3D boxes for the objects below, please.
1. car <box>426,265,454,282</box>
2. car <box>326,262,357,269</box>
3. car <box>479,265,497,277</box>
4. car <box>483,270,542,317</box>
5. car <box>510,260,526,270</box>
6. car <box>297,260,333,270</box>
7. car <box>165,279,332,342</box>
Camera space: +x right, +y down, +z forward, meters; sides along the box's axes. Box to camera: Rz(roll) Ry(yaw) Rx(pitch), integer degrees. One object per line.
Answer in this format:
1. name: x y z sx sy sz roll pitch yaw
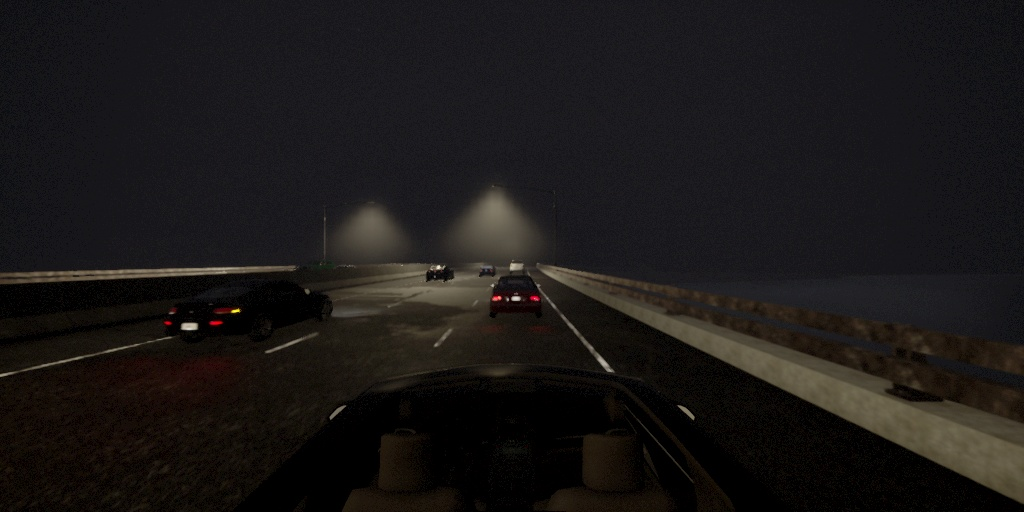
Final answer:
1. car: -6.626 1.612 33.429 2.128 1.511 4.902 0 -1 1
2. car: -20.509 1.818 44.229 1.812 1.442 4.674 0 -1 1
3. car: -2.912 1.800 44.171 2.033 1.411 5.357 0 -1 1
4. car: 0.140 1.434 13.917 2.033 1.411 5.357 0 -1 0
5. car: 0.868 1.601 54.203 2.150 2.045 5.566 0 -1 2
6. car: -24.009 1.476 44.288 2.150 2.045 5.566 0 -1 1
7. car: -6.881 1.367 9.968 1.812 1.442 4.674 0 -1 0
